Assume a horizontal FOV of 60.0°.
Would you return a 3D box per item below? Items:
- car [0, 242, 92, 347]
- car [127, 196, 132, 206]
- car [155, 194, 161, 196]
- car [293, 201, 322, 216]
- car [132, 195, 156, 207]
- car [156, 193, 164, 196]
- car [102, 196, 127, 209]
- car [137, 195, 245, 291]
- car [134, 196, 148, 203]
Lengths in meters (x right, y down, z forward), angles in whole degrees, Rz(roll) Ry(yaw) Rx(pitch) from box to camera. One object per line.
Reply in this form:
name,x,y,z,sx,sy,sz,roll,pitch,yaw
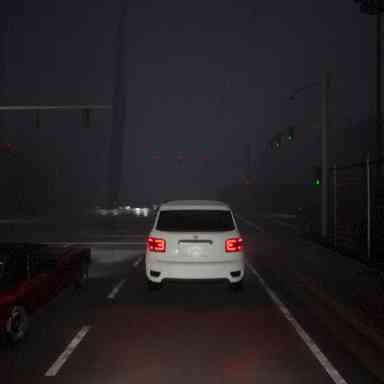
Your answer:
car,-3.435,1.601,6.249,1.895,1.301,4.718,0,0,1
car,-10.524,1.490,54.144,2.128,1.511,4.902,0,0,0
car,-7.005,1.526,58.339,1.812,1.442,4.674,0,0,0
car,12.405,1.581,32.742,4.674,1.442,1.812,0,0,-2
car,-7.027,1.491,49.056,2.128,1.511,4.902,0,0,0
car,-6.914,1.225,70.694,2.150,2.045,5.566,0,0,0
car,-10.540,1.352,44.665,2.097,1.767,4.553,0,0,0
car,0.083,1.221,9.175,2.150,2.045,5.566,0,0,0
car,-10.417,1.522,68.681,2.128,1.511,4.902,0,0,0
